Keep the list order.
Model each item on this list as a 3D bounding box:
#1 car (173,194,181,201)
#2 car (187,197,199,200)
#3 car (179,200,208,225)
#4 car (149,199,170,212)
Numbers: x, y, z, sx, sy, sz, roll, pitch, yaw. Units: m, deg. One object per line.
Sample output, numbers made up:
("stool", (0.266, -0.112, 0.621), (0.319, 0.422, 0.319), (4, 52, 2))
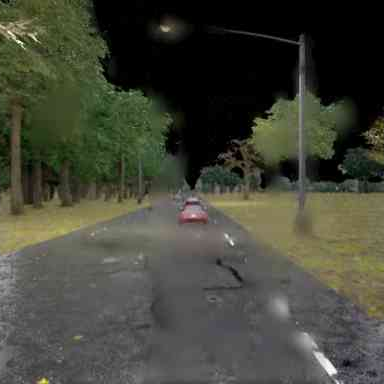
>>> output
("car", (-3.481, 1.268, 78.345), (1.837, 1.490, 4.892), (0, 0, 0))
("car", (0.100, 1.409, 41.785), (1.882, 1.535, 5.008), (0, 0, 0))
("car", (0.107, 1.537, 23.910), (1.994, 1.385, 4.181), (0, 0, 0))
("car", (-3.580, 1.507, 37.207), (1.994, 1.385, 4.181), (0, 0, 0))
